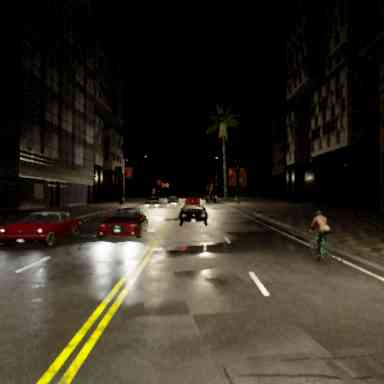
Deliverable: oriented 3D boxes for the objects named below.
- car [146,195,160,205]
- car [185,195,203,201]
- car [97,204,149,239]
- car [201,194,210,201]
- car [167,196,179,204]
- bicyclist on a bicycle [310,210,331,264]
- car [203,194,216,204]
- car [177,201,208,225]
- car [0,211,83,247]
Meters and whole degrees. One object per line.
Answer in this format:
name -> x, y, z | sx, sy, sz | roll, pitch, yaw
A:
car -> -6.551, 1.300, 56.068 | 1.882, 1.535, 5.008 | 0, 0, 0
car -> 0.104, 1.196, 46.602 | 2.097, 1.767, 4.553 | 0, 0, 0
car -> -3.347, 1.521, 16.812 | 1.994, 1.385, 4.181 | 0, 0, 0
car -> 3.259, 1.282, 78.782 | 1.882, 1.535, 5.008 | 0, 0, 0
car -> -3.283, 1.367, 57.884 | 2.033, 1.411, 5.357 | 0, 0, 1
bicyclist on a bicycle -> 4.147, 1.429, 10.733 | 0.582, 1.620, 1.656 | 0, 0, 0
car -> 3.356, 1.318, 60.473 | 1.837, 1.490, 4.892 | 0, 0, 0
car -> 0.102, 1.532, 23.634 | 1.895, 1.301, 4.718 | 0, 0, 0
car -> -6.598, 1.565, 15.008 | 1.895, 1.301, 4.718 | 0, 0, 0
